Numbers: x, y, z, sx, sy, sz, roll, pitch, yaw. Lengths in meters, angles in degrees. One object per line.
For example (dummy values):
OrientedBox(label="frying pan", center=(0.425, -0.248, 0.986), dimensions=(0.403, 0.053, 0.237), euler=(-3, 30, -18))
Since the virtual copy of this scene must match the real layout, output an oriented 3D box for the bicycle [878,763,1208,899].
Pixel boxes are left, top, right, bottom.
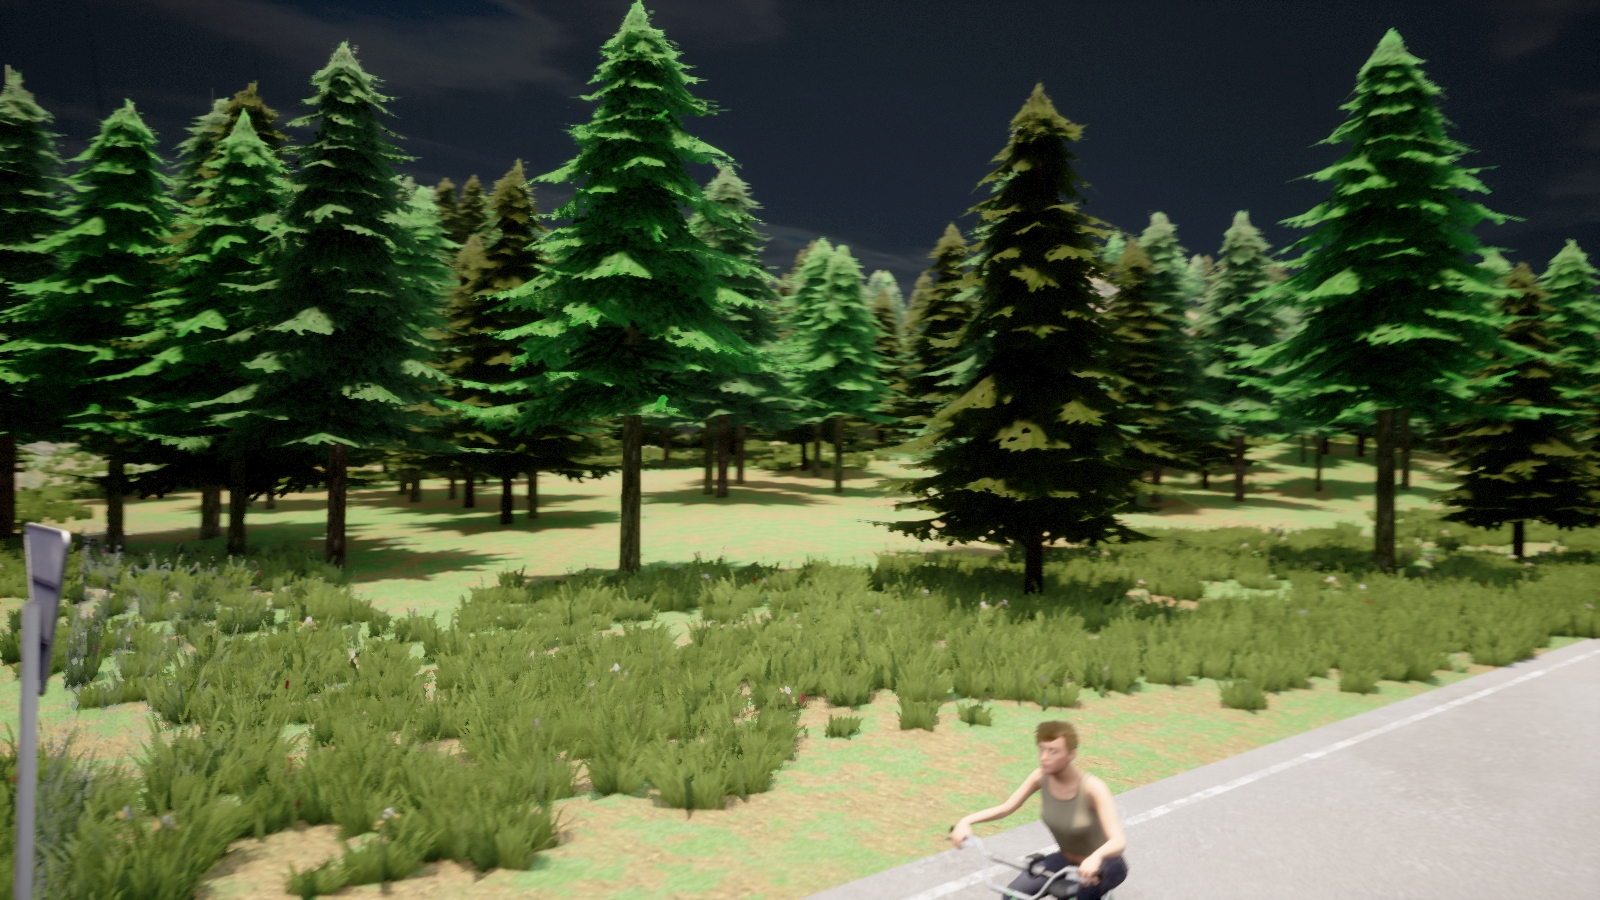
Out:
OrientedBox(label="bicycle", center=(1.202, 2.273, 5.535), dimensions=(1.487, 1.080, 0.859), euler=(1, -1, -43))
